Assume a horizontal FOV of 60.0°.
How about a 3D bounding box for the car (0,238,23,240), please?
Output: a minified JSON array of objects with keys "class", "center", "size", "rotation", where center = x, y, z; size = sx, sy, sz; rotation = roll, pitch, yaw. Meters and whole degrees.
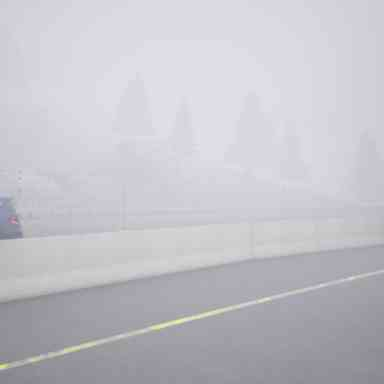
[{"class":"car","center":[-8.473,1.108,10.602],"size":[5.566,2.045,2.150],"rotation":[1,0,-36]}]
